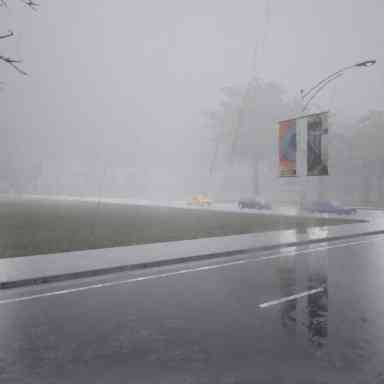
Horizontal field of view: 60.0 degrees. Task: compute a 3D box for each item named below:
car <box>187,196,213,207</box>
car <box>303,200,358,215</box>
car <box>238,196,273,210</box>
[{"bbox_3d":[1.180,1.411,50.972,1.882,1.535,5.008,0,0,-36],"label":"car"},{"bbox_3d":[13.771,1.551,33.732,2.033,1.411,5.357,0,0,-36],"label":"car"},{"bbox_3d":[7.931,1.320,41.724,2.097,1.767,4.553,0,0,-36],"label":"car"}]
